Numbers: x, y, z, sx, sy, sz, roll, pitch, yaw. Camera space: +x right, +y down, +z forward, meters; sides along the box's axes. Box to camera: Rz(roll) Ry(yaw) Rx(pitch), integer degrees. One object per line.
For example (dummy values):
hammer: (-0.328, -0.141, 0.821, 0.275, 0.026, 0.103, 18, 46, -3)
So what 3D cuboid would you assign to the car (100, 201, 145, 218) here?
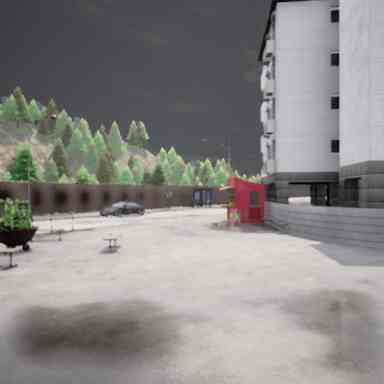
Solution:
car: (-6.310, 1.569, 30.680, 1.812, 1.442, 4.674, 0, 0, 35)
